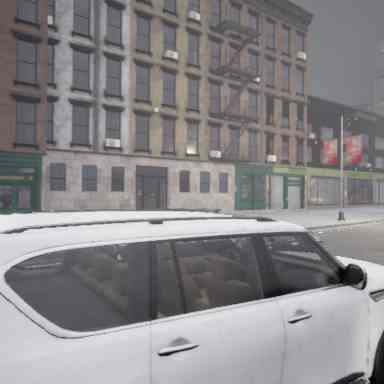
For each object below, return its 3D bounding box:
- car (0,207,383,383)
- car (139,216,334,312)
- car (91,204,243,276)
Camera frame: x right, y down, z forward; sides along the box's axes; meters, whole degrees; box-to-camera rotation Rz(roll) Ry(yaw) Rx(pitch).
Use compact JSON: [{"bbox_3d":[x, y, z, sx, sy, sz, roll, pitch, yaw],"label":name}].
[{"bbox_3d":[0.196,1.216,3.480,5.566,2.045,2.150,1,0,-34],"label":"car"},{"bbox_3d":[1.291,1.499,8.384,4.892,1.490,1.837,0,0,-34],"label":"car"},{"bbox_3d":[-0.729,1.346,10.942,4.553,1.767,2.097,0,0,-34],"label":"car"}]
